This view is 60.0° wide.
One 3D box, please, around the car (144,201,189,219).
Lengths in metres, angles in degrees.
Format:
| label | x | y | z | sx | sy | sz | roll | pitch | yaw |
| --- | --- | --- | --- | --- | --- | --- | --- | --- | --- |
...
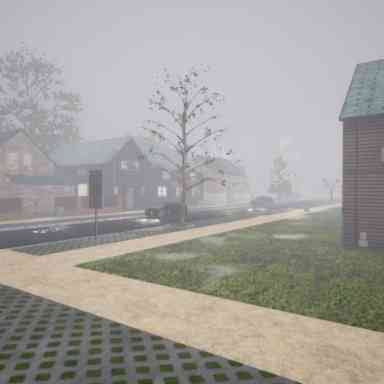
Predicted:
| label | x | y | z | sx | sy | sz | roll | pitch | yaw |
| --- | --- | --- | --- | --- | --- | --- | --- | --- | --- |
| car | -2.048 | 1.427 | 27.701 | 1.994 | 1.385 | 4.181 | 1 | 1 | 34 |

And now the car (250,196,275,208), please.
| label | x | y | z | sx | sy | sz | roll | pitch | yaw |
| --- | --- | --- | --- | --- | --- | --- | --- | --- | --- |
| car | 9.569 | 1.235 | 45.023 | 1.882 | 1.535 | 5.008 | 1 | 0 | 34 |
